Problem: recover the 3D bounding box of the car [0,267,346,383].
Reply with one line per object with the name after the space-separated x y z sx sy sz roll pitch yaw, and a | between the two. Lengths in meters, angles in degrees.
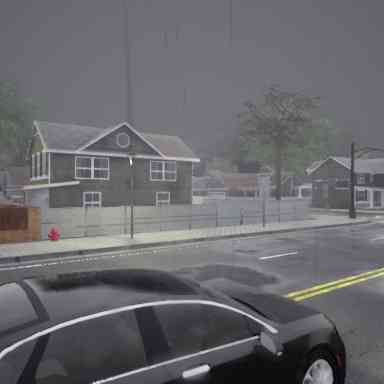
-0.514 1.502 3.070 4.892 1.490 1.837 1 -1 -36 | car
